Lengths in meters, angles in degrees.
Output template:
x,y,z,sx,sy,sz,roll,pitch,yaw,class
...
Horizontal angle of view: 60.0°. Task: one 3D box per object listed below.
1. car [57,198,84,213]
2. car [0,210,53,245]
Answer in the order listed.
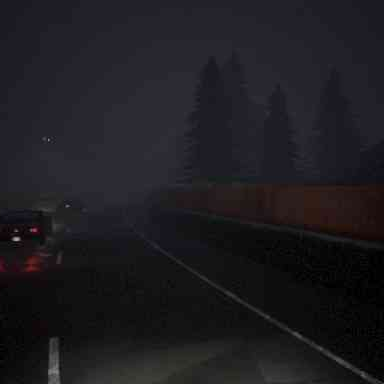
x,y,z,sx,sy,sz,roll,pitch,yaw,class
-11.771,1.251,32.366,1.994,1.385,4.181,0,0,-11,car
-7.219,1.442,14.502,1.895,1.301,4.718,0,0,-18,car
